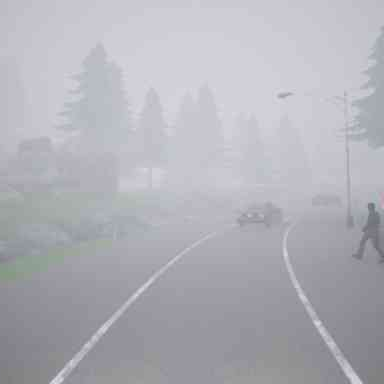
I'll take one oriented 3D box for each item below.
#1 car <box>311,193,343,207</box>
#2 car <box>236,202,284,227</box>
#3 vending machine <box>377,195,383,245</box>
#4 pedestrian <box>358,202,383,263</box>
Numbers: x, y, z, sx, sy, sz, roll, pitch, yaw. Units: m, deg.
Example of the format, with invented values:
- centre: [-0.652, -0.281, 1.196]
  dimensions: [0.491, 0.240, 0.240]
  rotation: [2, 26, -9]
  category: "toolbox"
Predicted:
- centre: [14.920, 0.850, 36.580]
  dimensions: [4.902, 1.511, 2.128]
  rotation: [-2, -2, -44]
  category: "car"
- centre: [4.295, 1.306, 20.544]
  dimensions: [2.033, 1.411, 5.357]
  rotation: [-2, 0, 26]
  category: "car"
- centre: [5.835, 1.073, 8.881]
  dimensions: [1.100, 2.100, 0.880]
  rotation: [-6, -7, 11]
  category: "vending machine"
- centre: [5.358, 1.152, 9.918]
  dimensions: [0.375, 1.860, 0.375]
  rotation: [5, -4, 13]
  category: "pedestrian"
